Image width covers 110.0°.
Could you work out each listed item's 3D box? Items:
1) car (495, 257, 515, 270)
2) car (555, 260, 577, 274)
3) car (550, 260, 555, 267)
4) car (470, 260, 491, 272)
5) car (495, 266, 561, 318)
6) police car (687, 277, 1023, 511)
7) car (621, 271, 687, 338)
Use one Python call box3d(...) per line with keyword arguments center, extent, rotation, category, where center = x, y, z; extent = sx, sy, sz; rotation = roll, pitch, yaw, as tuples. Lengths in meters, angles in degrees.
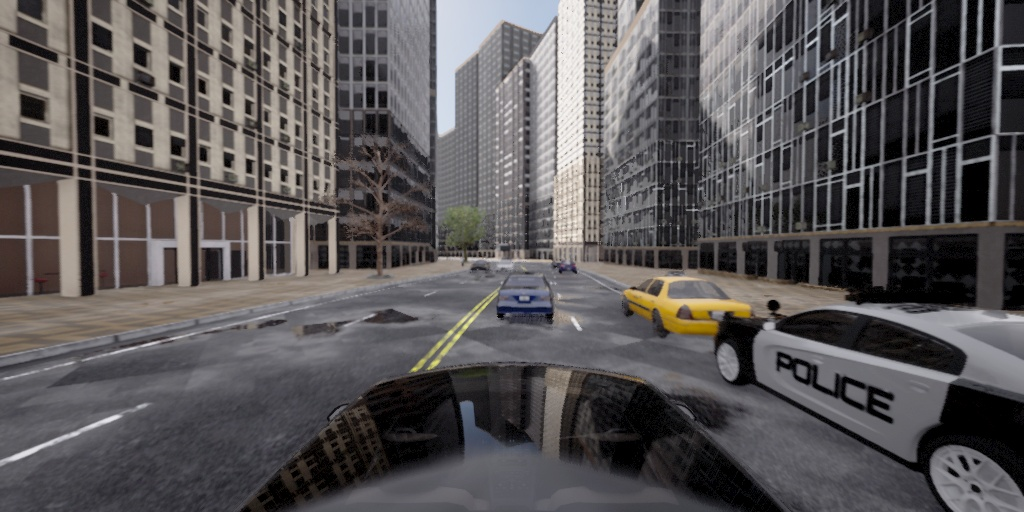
box3d(center=(-0.669, 1.148, 38.424), extent=(1.812, 1.442, 4.674), rotation=(0, 0, 4), category="car")
box3d(center=(6.087, 1.171, 39.578), extent=(1.812, 1.442, 4.674), rotation=(0, 0, 5), category="car")
box3d(center=(6.483, 1.205, 50.437), extent=(1.895, 1.301, 4.718), rotation=(0, 0, 1), category="car")
box3d(center=(-3.639, 1.146, 42.322), extent=(2.033, 1.411, 5.357), rotation=(0, 0, 4), category="car")
box3d(center=(0.503, 1.264, 12.844), extent=(2.033, 1.411, 5.357), rotation=(0, 0, 3), category="car")
box3d(center=(4.245, 1.181, 4.070), extent=(1.930, 1.638, 5.238), rotation=(0, 0, 1), category="police car")
box3d(center=(4.443, 1.195, 9.999), extent=(1.801, 1.575, 5.366), rotation=(0, 0, 3), category="car")
